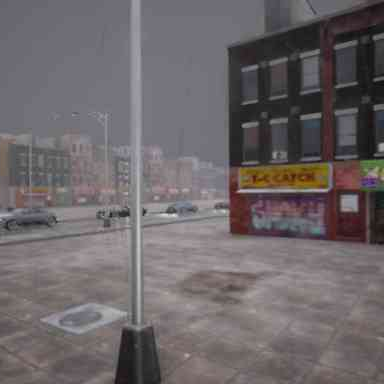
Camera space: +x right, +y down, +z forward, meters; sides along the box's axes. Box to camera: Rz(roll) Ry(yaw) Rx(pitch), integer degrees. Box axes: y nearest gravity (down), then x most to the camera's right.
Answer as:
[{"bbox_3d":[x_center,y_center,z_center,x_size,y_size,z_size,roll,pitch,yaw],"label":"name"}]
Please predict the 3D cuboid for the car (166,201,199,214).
[{"bbox_3d":[-1.045,1.691,36.912,1.994,1.385,4.181,-1,0,35],"label":"car"}]

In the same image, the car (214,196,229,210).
[{"bbox_3d":[5.034,1.639,45.447,2.033,1.411,5.357,-1,0,36],"label":"car"}]

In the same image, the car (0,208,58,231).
[{"bbox_3d":[-11.274,1.755,22.424,1.994,1.385,4.181,-1,0,36],"label":"car"}]

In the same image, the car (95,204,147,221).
[{"bbox_3d":[-6.234,1.759,29.562,1.895,1.301,4.718,-1,0,35],"label":"car"}]
